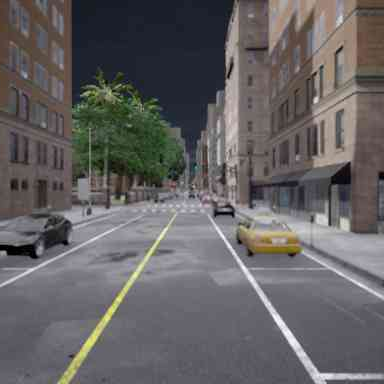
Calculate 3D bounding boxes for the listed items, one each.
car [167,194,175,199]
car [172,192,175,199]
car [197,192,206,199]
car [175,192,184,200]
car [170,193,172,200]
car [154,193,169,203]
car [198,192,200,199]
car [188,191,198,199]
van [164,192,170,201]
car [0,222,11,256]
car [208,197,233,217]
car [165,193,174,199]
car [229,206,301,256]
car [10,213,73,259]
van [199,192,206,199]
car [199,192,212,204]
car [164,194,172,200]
[{"bbox_3d":[-5.868,1.144,93.340,1.887,1.381,4.507,0,0,0],"label":"car"},{"bbox_3d":[-5.865,0.980,77.117,2.192,1.841,5.009,0,0,0],"label":"car"},{"bbox_3d":[2.658,0.914,93.329,2.192,1.841,5.009,0,0,0],"label":"car"},{"bbox_3d":[-3.010,1.163,83.791,2.128,1.511,4.902,0,0,0],"label":"car"},{"bbox_3d":[-5.865,1.127,71.711,1.967,1.590,4.097,0,0,0],"label":"car"},{"bbox_3d":[-5.864,1.297,60.896,1.947,1.339,4.313,0,0,0],"label":"car"},{"bbox_3d":[2.662,1.046,60.879,2.192,1.841,5.009,0,0,0],"label":"car"},{"bbox_3d":[-0.010,1.089,84.817,1.837,1.490,4.892,0,0,0],"label":"car"},{"bbox_3d":[-5.864,1.050,66.302,1.690,1.788,3.998,0,0,0],"label":"van"},{"bbox_3d":[-5.856,1.546,6.891,1.802,1.307,4.206,0,0,0],"label":"car"},{"bbox_3d":[2.666,1.428,28.908,1.947,1.339,4.313,0,0,0],"label":"car"},{"bbox_3d":[-5.867,1.061,87.933,1.967,1.590,4.097,0,0,0],"label":"car"},{"bbox_3d":[2.669,1.462,12.555,1.752,1.417,4.829,0,0,0],"label":"car"},{"bbox_3d":[-5.857,1.503,12.400,1.947,1.339,4.313,0,0,0],"label":"car"},{"bbox_3d":[2.659,0.962,87.921,1.690,1.788,3.998,0,0,0],"label":"van"},{"bbox_3d":[2.663,1.193,55.472,1.967,1.590,4.097,0,0,0],"label":"car"},{"bbox_3d":[-5.867,1.225,82.525,1.802,1.307,4.206,0,0,0],"label":"car"}]
